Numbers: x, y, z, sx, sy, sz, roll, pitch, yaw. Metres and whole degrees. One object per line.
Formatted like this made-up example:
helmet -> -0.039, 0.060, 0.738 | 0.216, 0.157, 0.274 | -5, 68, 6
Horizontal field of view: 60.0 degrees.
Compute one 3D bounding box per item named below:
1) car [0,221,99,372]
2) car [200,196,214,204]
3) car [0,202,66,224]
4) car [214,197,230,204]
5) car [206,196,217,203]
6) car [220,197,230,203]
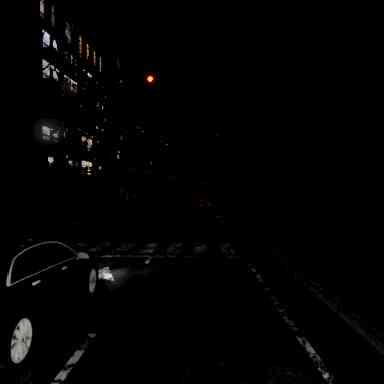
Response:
car -> -3.046, 1.507, 5.649 | 1.837, 1.490, 4.892 | 0, 0, 1
car -> 3.008, 1.590, 69.455 | 2.097, 1.767, 4.553 | 0, 0, 9
car -> -11.292, 1.473, 23.252 | 4.674, 1.442, 1.812 | 4, -1, -20
car -> 6.198, 1.742, 68.851 | 1.837, 1.490, 4.892 | 0, 0, 10
car -> 4.633, 1.804, 79.076 | 1.837, 1.490, 4.892 | 0, 0, 11
car -> 7.868, 1.857, 78.678 | 1.994, 1.385, 4.181 | 0, 0, 12
